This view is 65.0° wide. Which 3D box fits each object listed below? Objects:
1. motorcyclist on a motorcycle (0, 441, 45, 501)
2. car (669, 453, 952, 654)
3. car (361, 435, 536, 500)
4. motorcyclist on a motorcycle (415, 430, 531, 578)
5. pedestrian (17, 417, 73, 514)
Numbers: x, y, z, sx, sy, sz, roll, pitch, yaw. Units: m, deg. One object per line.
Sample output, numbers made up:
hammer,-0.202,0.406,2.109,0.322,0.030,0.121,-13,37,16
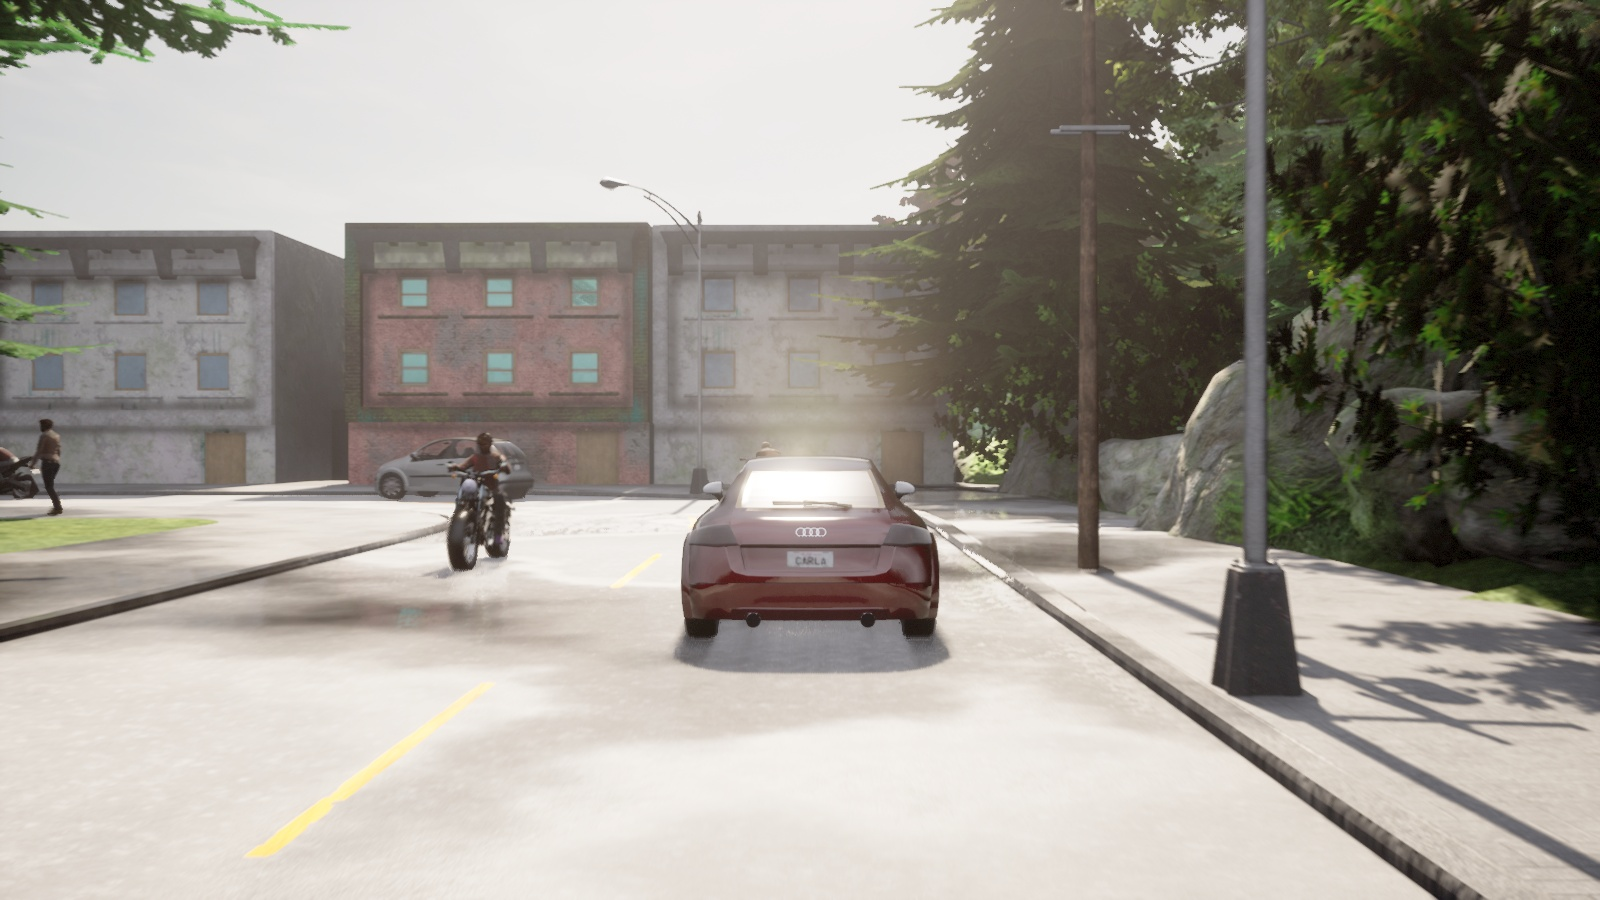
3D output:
motorcyclist on a motorcycle,-21.115,0.539,32.861,2.191,1.530,0.866,1,0,0
car,0.078,0.735,10.962,1.994,1.385,4.181,0,0,0
car,-9.037,0.417,32.348,3.988,1.617,1.851,0,0,18
motorcyclist on a motorcycle,-3.884,0.590,15.112,0.766,1.649,2.350,0,1,0
pedestrian,-14.214,0.282,23.649,0.869,1.805,0.328,0,0,6
